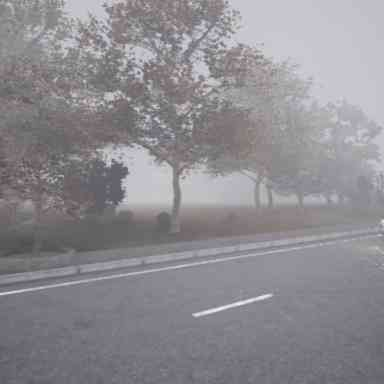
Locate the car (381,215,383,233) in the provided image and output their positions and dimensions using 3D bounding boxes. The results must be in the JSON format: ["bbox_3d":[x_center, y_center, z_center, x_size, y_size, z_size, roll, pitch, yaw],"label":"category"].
[{"bbox_3d":[11.694,1.222,16.628,5.566,2.045,2.150,0,0,-35],"label":"car"}]
